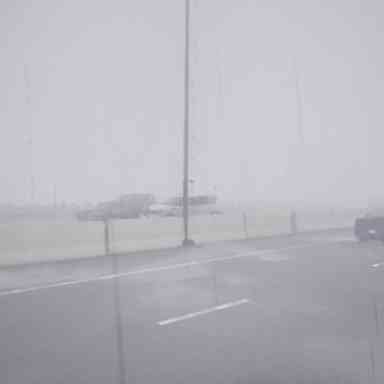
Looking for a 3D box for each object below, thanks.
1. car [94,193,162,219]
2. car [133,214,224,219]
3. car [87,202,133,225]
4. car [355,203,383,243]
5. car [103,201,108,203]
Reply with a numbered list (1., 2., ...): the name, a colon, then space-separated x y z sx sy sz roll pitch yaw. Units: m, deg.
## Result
1. car: -5.701 1.160 30.018 5.566 2.045 2.150 0 0 -35
2. car: -0.507 1.164 20.825 5.566 2.045 2.150 0 0 -35
3. car: -4.383 1.552 22.361 4.718 1.301 1.895 0 0 -35
4. car: 9.114 1.414 14.543 5.008 1.535 1.882 0 0 -36
5. car: -6.432 1.552 25.198 4.718 1.301 1.895 0 0 -35
